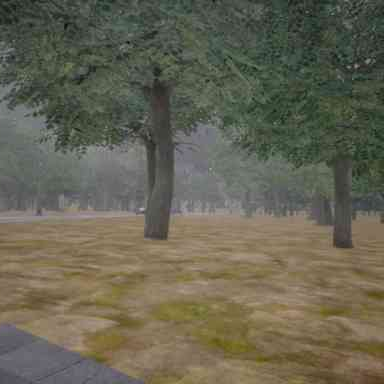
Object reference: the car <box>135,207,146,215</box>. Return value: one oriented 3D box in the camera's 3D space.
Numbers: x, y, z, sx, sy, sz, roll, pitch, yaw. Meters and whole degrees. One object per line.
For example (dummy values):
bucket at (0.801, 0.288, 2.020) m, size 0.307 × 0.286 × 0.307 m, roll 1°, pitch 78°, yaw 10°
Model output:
car at (-8.510, 3.552, 61.203) m, size 1.812 × 1.442 × 4.674 m, roll 0°, pitch -3°, yaw 29°

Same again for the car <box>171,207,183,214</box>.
car at (-3.875, 3.956, 69.945) m, size 2.033 × 1.411 × 5.357 m, roll 0°, pitch -3°, yaw 28°
